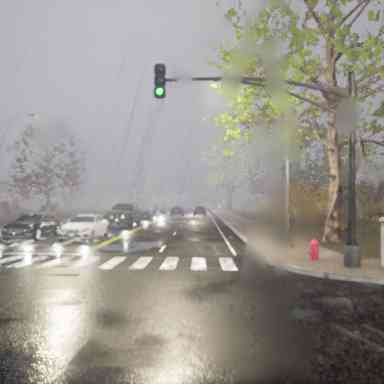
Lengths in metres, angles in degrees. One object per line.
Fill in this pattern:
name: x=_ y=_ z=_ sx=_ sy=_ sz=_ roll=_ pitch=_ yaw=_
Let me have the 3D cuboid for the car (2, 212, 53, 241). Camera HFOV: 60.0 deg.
car: x=-9.511 y=2.025 z=20.147 sx=1.837 sy=1.490 sz=4.892 roll=0 pitch=-2 yaw=0

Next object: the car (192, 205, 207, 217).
car: x=1.145 y=2.831 z=48.669 sx=1.837 sy=1.490 sz=4.892 roll=0 pitch=-2 yaw=2

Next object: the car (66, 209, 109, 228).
car: x=-9.211 y=2.335 z=29.880 sx=2.033 sy=1.411 sz=5.357 roll=0 pitch=-2 yaw=2

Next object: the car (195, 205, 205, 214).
car: x=1.432 y=3.108 z=59.080 sx=1.837 sy=1.490 sz=4.892 roll=0 pitch=-2 yaw=2

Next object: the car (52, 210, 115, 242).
car: x=-6.244 y=2.045 z=19.765 sx=1.812 sy=1.442 sz=4.674 roll=0 pitch=-2 yaw=2

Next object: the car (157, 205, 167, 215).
car: x=-5.204 y=2.956 z=54.232 sx=2.128 sy=1.511 sz=4.902 roll=0 pitch=-2 yaw=2

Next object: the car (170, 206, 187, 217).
car: x=-2.103 y=2.796 z=48.759 sx=1.882 sy=1.535 sz=5.008 roll=0 pitch=-2 yaw=2

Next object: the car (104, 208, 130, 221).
car: x=-8.937 y=2.622 z=39.806 sx=1.994 sy=1.385 sz=4.181 roll=0 pitch=-2 yaw=2

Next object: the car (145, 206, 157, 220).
car: x=-5.707 y=2.617 z=39.267 sx=1.994 sy=1.385 sz=4.181 roll=0 pitch=-2 yaw=1

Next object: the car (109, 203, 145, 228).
car: x=-5.975 y=2.007 z=29.467 sx=2.150 sy=2.045 sz=5.566 roll=0 pitch=-2 yaw=2

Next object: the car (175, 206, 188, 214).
car: x=-1.816 y=3.197 z=59.197 sx=1.895 sy=1.301 sz=4.718 roll=0 pitch=-2 yaw=2
